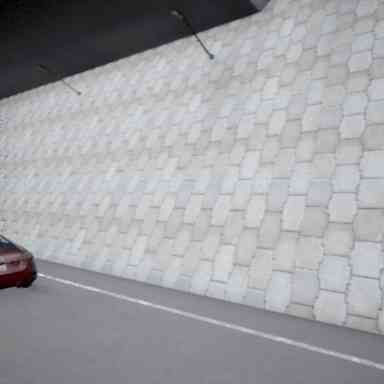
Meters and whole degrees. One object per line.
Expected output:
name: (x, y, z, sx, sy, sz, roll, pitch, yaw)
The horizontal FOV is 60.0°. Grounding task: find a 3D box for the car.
car: (-5.587, 1.540, 7.979, 4.181, 1.385, 1.994, 0, 0, 36)
